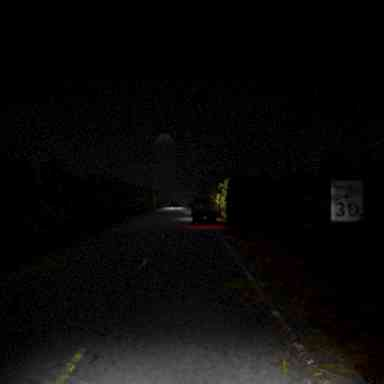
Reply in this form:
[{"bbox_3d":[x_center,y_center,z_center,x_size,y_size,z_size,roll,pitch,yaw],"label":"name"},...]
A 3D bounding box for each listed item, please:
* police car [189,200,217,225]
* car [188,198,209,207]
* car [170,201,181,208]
[{"bbox_3d":[0.960,1.731,27.263,1.930,1.638,5.238,0,-1,0],"label":"police car"},{"bbox_3d":[0.959,1.637,37.185,2.150,2.045,5.566,0,-1,0],"label":"car"},{"bbox_3d":[-3.221,2.321,64.514,1.895,1.301,4.718,0,-1,1],"label":"car"}]
